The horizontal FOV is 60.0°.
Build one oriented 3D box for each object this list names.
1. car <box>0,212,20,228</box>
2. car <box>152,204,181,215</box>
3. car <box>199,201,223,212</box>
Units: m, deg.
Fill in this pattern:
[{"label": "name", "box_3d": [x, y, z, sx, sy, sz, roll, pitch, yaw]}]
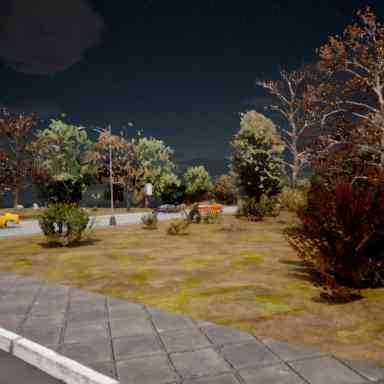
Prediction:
[{"label": "car", "box_3d": [-17.074, 2.368, 27.672, 1.882, 1.535, 5.008, -3, -1, 33]}, {"label": "car", "box_3d": [-3.659, 2.538, 48.775, 2.033, 1.411, 5.357, -3, -2, 32]}, {"label": "car", "box_3d": [2.547, 2.014, 45.201, 2.097, 1.767, 4.553, -3, -2, 32]}]
